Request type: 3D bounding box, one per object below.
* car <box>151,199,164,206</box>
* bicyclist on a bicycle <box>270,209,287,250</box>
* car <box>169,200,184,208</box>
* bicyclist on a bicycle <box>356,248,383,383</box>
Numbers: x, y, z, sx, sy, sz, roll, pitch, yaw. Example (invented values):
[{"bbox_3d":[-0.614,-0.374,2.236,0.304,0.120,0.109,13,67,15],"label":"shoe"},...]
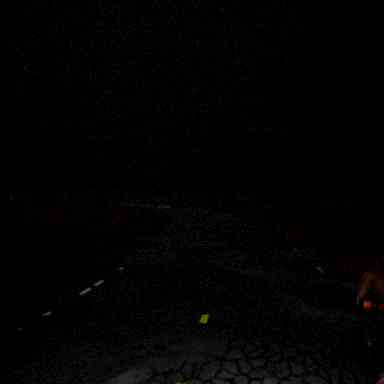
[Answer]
[{"bbox_3d":[-7.571,2.344,73.378,1.812,1.442,4.674,-1,0,-26],"label":"car"},{"bbox_3d":[3.525,1.551,13.773,0.582,1.620,1.656,-1,-1,8],"label":"bicyclist on a bicycle"},{"bbox_3d":[-2.913,2.183,61.613,2.033,1.411,5.357,-1,-1,-18],"label":"car"},{"bbox_3d":[2.153,1.468,3.676,0.582,1.620,1.656,-1,-1,13],"label":"bicyclist on a bicycle"}]
